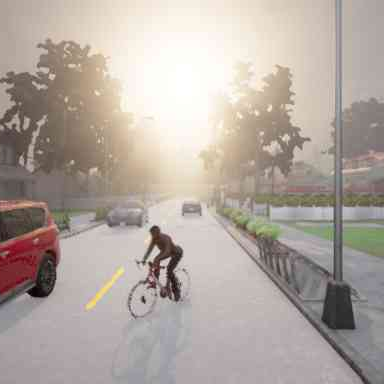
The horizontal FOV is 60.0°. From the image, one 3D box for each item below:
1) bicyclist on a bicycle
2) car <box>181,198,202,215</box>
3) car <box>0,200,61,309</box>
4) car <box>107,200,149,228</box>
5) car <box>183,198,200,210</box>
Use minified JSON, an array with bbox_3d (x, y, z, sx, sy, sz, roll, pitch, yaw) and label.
[{"bbox_3d":[-0.576,1.432,6.318,0.582,1.620,1.656,1,3,40],"label":"bicyclist on a bicycle"},{"bbox_3d":[-0.029,1.456,32.988,1.882,1.535,5.008,0,0,0],"label":"car"},{"bbox_3d":[-4.115,1.212,5.562,2.150,2.045,5.566,0,1,0],"label":"car"},{"bbox_3d":[-4.168,1.337,22.149,2.097,1.767,4.553,0,0,0],"label":"car"},{"bbox_3d":[-0.077,1.518,44.450,2.033,1.411,5.357,0,0,0],"label":"car"}]
